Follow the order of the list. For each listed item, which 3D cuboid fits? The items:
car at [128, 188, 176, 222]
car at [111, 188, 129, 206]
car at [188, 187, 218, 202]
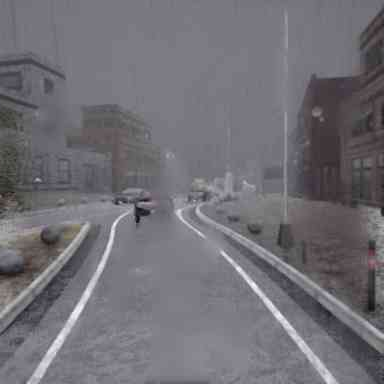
[{"bbox_3d":[-1.871,0.599,17.194,2.128,1.511,4.902,0,3,-5],"label":"car"},{"bbox_3d":[-4.572,0.357,27.085,2.033,1.411,5.357,0,1,15],"label":"car"},{"bbox_3d":[0.913,0.269,34.858,2.128,1.511,4.902,0,0,14],"label":"car"}]
